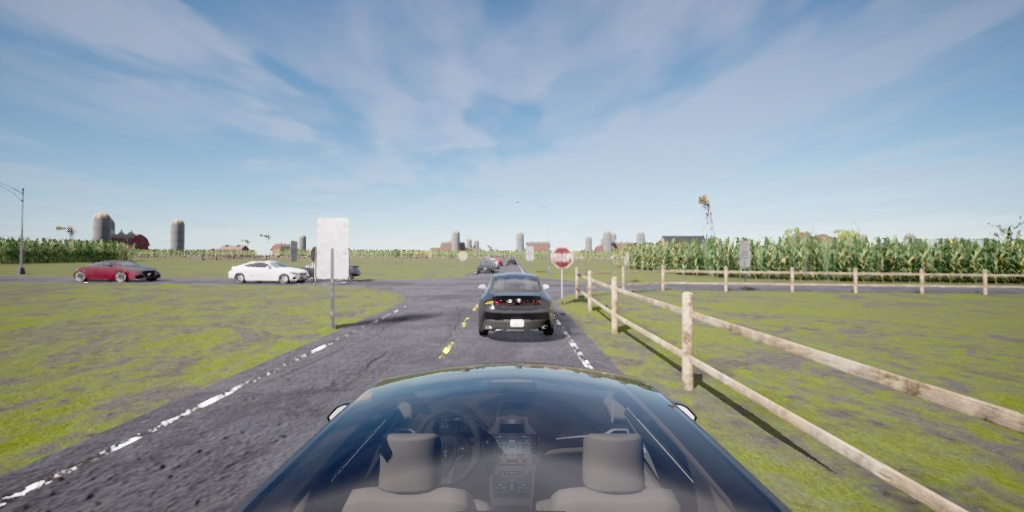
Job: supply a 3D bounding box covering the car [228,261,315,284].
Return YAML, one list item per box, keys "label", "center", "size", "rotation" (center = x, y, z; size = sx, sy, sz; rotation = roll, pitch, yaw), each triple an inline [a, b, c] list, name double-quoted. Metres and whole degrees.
- label: "car"
  center: [-15.725, 1.040, 23.262]
  size: [4.674, 1.442, 1.812]
  rotation: [1, -1, 2]

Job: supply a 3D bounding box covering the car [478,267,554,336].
- label: "car"
  center: [0.066, 1.234, 10.354]
  size: [1.837, 1.490, 4.892]
  rotation: [0, 0, -1]

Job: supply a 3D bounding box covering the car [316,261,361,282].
- label: "car"
  center: [-13.635, 1.062, 26.164]
  size: [4.902, 1.511, 2.128]
  rotation: [1, -1, 2]

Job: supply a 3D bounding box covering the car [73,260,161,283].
- label: "car"
  center: [-25.573, 0.975, 23.330]
  size: [4.181, 1.385, 1.994]
  rotation: [1, -1, 1]

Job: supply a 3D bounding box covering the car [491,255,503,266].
- label: "car"
  center: [-2.831, 0.774, 63.949]
  size: [2.150, 2.045, 5.566]
  rotation: [0, 0, 0]

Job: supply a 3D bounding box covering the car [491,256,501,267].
- label: "car"
  center: [-2.870, 1.130, 50.715]
  size: [1.812, 1.442, 4.674]
  rotation: [0, 0, 0]

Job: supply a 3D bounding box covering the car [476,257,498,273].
- label: "car"
  center: [-2.879, 1.144, 40.645]
  size: [1.837, 1.490, 4.892]
  rotation: [0, 0, 0]
